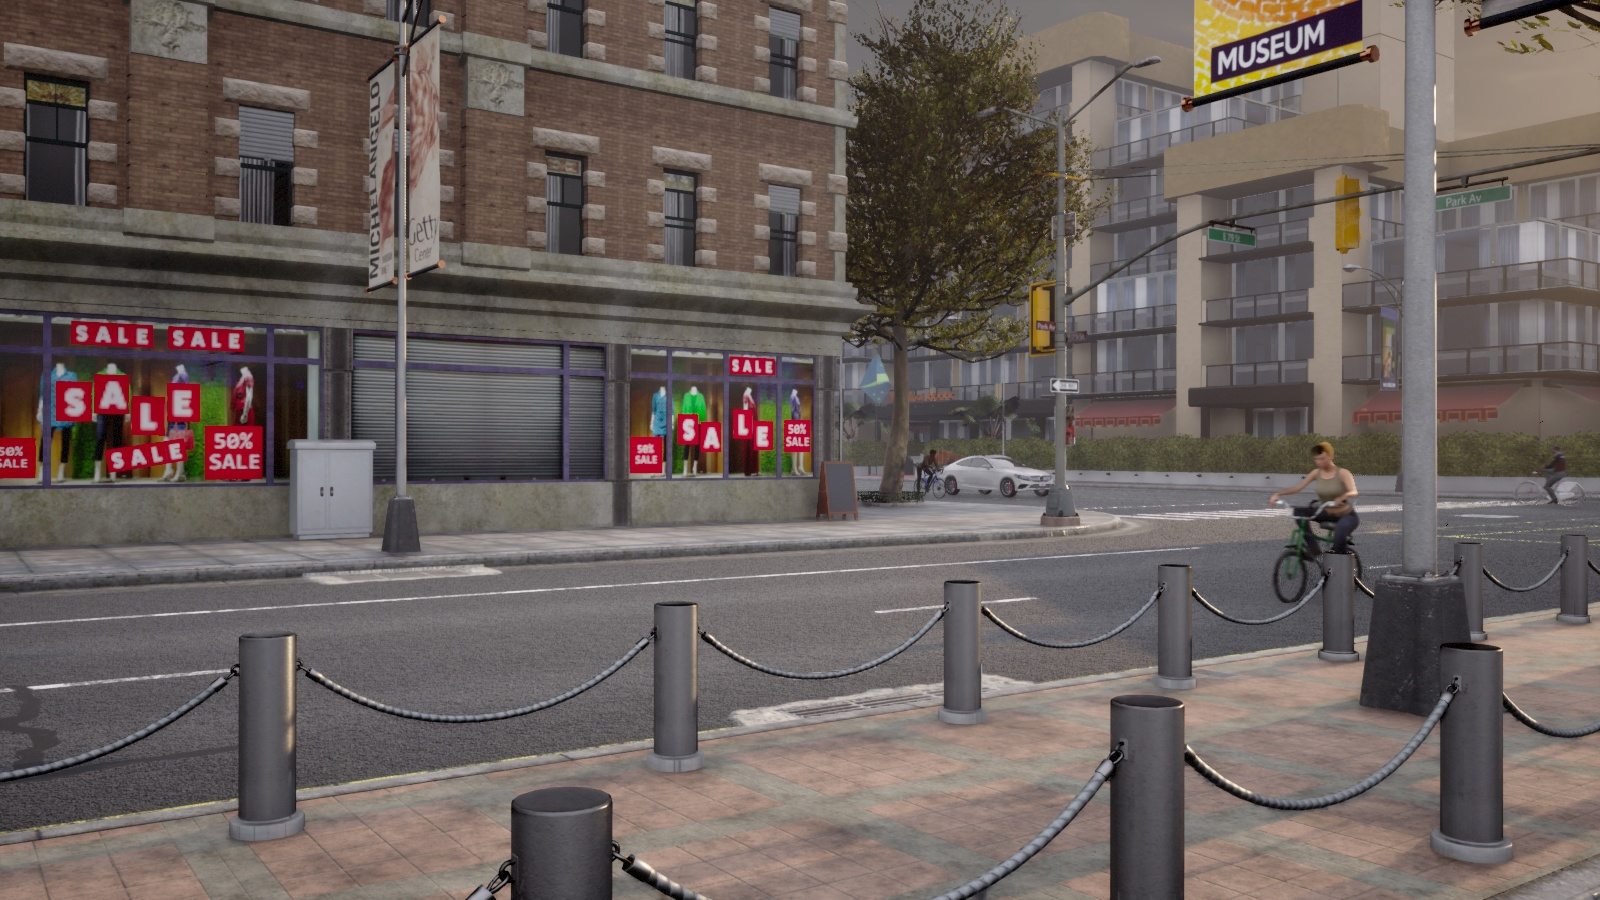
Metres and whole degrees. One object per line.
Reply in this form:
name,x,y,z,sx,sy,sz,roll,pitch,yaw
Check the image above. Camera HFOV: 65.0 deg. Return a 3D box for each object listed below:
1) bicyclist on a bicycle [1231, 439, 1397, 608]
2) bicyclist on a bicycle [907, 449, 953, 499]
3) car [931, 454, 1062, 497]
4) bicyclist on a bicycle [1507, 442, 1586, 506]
bicyclist on a bicycle,5.221,0.701,12.742,1.509,1.612,0.866,0,0,-34
bicyclist on a bicycle,4.320,0.791,41.780,0.582,1.620,1.656,0,0,-35
car,6.844,0.864,44.275,1.812,1.442,4.674,0,0,-35
bicyclist on a bicycle,21.306,0.658,35.880,0.659,1.776,1.843,0,0,-35
